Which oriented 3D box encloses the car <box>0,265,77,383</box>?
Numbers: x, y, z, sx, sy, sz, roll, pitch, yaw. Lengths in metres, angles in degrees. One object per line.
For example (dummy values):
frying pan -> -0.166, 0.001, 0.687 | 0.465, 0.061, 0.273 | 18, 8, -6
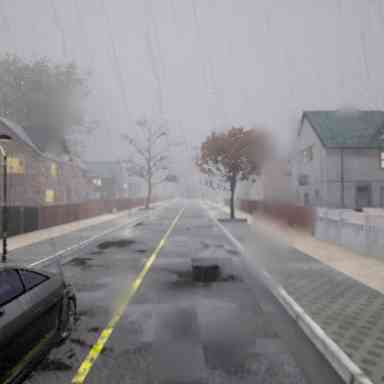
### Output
car -> -2.840, 1.583, 3.695 | 1.994, 1.385, 4.181 | 0, 0, 0
